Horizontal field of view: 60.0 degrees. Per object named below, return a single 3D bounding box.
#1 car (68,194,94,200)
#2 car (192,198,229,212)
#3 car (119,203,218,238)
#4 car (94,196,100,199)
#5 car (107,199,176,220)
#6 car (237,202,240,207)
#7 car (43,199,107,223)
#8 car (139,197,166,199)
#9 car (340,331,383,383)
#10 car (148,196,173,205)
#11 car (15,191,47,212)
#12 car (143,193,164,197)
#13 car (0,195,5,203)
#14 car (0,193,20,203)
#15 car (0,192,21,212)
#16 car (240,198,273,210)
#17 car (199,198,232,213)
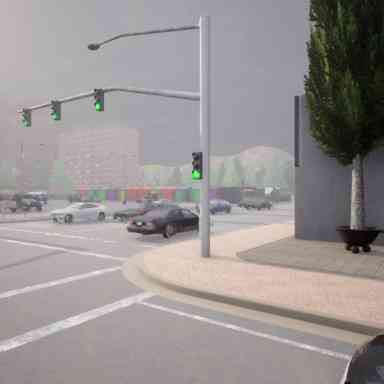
[{"bbox_3d":[-21.242,1.153,62.611,4.605,1.855,1.932,0,0,35],"label":"car"},{"bbox_3d":[2.316,1.491,40.252,2.128,1.511,4.902,0,0,37],"label":"car"},{"bbox_3d":[-1.022,1.547,17.726,2.033,1.411,5.357,0,0,36],"label":"car"},{"bbox_3d":[-19.519,1.364,64.940,3.905,1.438,1.784,0,0,35],"label":"car"},{"bbox_3d":[-3.707,1.547,26.283,2.033,1.411,5.357,0,0,36],"label":"car"},{"bbox_3d":[8.652,1.547,48.696,2.033,1.411,5.357,0,0,37],"label":"car"},{"bbox_3d":[-8.546,1.526,25.547,1.812,1.442,4.674,0,0,38],"label":"car"},{"bbox_3d":[-3.160,1.526,32.890,1.812,1.442,4.674,0,0,37],"label":"car"},{"bbox_3d":[3.358,1.492,1.570,4.902,1.511,2.128,0,0,36],"label":"car"},{"bbox_3d":[-5.239,1.395,54.882,3.806,1.475,1.970,0,0,35],"label":"car"},{"bbox_3d":[-18.205,1.156,36.471,3.866,1.878,1.905,0,0,35],"label":"car"},{"bbox_3d":[-6.918,1.156,52.523,3.866,1.878,1.905,0,0,35],"label":"car"},{"bbox_3d":[-38.254,1.364,64.542,3.905,1.438,1.784,0,0,35],"label":"car"},{"bbox_3d":[-36.747,1.153,66.763,4.605,1.855,1.932,0,0,35],"label":"car"},{"bbox_3d":[-19.919,1.153,34.138,4.605,1.855,1.932,0,0,35],"label":"car"},{"bbox_3d":[8.730,1.547,42.988,2.033,1.411,5.357,0,0,37],"label":"car"},{"bbox_3d":[2.436,1.526,34.547,1.812,1.442,4.674,0,0,37],"label":"car"}]
